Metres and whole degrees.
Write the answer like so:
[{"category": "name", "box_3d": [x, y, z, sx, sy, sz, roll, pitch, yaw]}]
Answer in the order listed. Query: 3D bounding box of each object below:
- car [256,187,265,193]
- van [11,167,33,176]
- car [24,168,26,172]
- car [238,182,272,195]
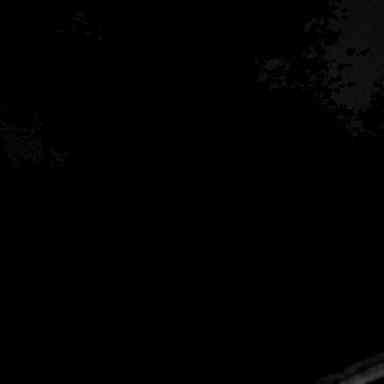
[{"category": "car", "box_3d": [10.440, -0.194, 41.625, 2.163, 1.488, 4.792, 5, 4, 38]}, {"category": "van", "box_3d": [-42.123, -5.058, 82.264, 1.878, 1.987, 4.442, 5, 3, 38]}, {"category": "car", "box_3d": [-37.687, -4.466, 78.967, 2.097, 1.535, 5.008, 5, 3, 38]}, {"category": "car", "box_3d": [8.275, -0.431, 43.347, 2.097, 1.535, 5.008, 5, 4, 38]}]
